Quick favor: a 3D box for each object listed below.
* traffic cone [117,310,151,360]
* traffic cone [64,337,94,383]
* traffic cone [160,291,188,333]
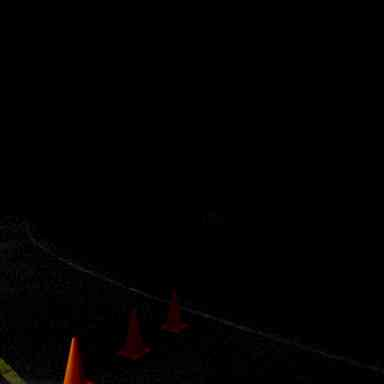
[{"bbox_3d":[-0.809,1.938,4.624,0.340,0.580,0.340,1,1,31],"label":"traffic cone"},{"bbox_3d":[-1.328,1.945,3.774,0.340,0.580,0.340,1,1,31],"label":"traffic cone"},{"bbox_3d":[-0.289,1.931,5.475,0.340,0.580,0.340,1,1,31],"label":"traffic cone"}]
